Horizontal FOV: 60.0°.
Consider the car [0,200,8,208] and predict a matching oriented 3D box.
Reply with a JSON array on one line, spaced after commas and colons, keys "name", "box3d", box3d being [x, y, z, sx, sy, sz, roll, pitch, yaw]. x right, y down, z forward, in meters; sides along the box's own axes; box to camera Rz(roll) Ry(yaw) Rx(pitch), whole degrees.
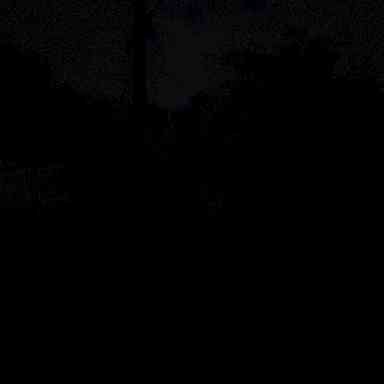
[{"name": "car", "box3d": [-35.788, 2.296, 61.261, 1.837, 1.490, 4.892, -2, -2, -3]}]
